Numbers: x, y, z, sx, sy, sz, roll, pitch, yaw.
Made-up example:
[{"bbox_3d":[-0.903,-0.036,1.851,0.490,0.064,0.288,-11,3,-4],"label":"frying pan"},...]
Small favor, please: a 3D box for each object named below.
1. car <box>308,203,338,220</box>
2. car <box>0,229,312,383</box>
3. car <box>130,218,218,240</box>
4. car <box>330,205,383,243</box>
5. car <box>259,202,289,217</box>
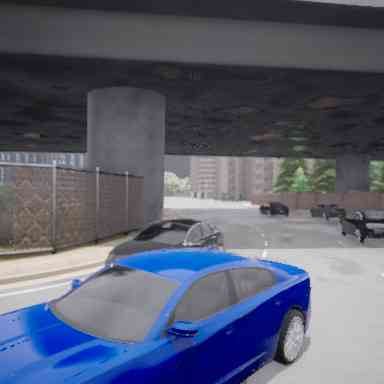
[{"bbox_3d":[12.672,1.833,31.288,1.837,1.490,4.892,1,0,-5],"label":"car"},{"bbox_3d":[-0.300,1.506,3.999,1.882,1.535,5.008,1,0,43],"label":"car"},{"bbox_3d":[-0.483,1.576,9.688,1.837,1.490,4.892,2,0,24],"label":"car"},{"bbox_3d":[8.990,1.685,17.038,2.128,1.511,4.902,0,0,9],"label":"car"},{"bbox_3d":[8.728,1.812,35.690,1.882,1.535,5.008,0,0,-6],"label":"car"}]
